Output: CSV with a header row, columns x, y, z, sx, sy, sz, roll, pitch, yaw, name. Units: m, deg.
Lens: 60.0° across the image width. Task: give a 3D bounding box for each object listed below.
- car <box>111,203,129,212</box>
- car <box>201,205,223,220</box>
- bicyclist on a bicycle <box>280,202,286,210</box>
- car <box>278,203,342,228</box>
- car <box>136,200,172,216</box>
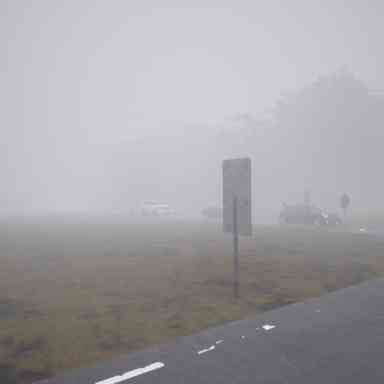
x,y,z,sx,sy,sz,roll,pitch,yaw,name
-13.291,2.789,60.845,2.128,1.511,4.902,-1,-1,-35,car
2.944,2.008,32.947,1.882,1.535,5.008,-1,-1,-35,car
9.482,1.857,34.042,1.656,1.620,0.582,0,-1,-35,bicyclist on a bicycle
8.700,1.654,24.744,2.097,1.767,4.553,-1,-1,-34,car
-4.774,2.076,43.884,2.150,2.045,5.566,-1,0,-35,car
